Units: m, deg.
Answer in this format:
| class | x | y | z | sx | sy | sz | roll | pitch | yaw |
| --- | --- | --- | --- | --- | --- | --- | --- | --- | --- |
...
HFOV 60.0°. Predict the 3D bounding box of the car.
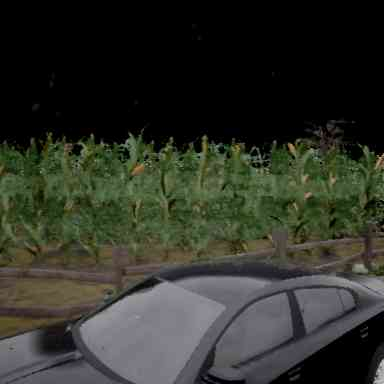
| class | x | y | z | sx | sy | sz | roll | pitch | yaw |
| --- | --- | --- | --- | --- | --- | --- | --- | --- | --- |
| car | 0.214 | 1.473 | 3.210 | 5.008 | 1.535 | 1.882 | 0 | 0 | -35 |
